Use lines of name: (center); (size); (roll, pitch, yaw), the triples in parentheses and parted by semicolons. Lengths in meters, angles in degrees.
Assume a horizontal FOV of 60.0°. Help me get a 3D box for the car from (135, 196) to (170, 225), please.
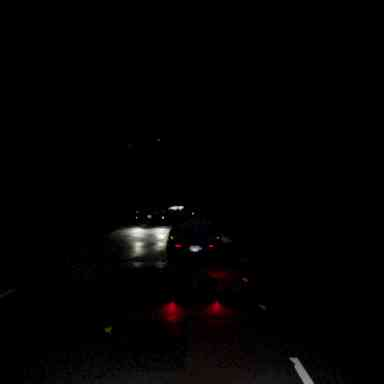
car: (-2.853, 1.302, 25.001); (2.150, 2.045, 5.566); (0, 0, 0)

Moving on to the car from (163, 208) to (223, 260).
car: (0.092, 1.547, 12.403); (1.812, 1.442, 4.674); (0, 0, 0)

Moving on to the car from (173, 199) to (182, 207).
car: (-2.761, 2.128, 66.304); (2.128, 1.511, 4.902); (0, -1, 0)

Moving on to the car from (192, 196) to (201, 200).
car: (0.957, 1.967, 71.729); (2.150, 2.045, 5.566); (0, -1, 0)

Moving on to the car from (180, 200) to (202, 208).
car: (0.098, 1.755, 33.291); (1.895, 1.301, 4.718); (0, -1, 0)
